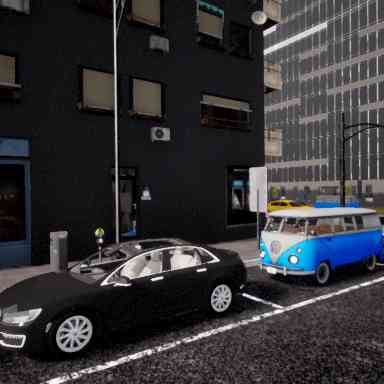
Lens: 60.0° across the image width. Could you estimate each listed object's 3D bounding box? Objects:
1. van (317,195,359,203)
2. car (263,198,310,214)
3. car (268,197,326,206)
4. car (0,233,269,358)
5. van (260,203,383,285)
[{"bbox_3d":[12.832,1.201,29.774,1.690,1.788,3.998,-1,1,-35],"label":"van"},{"bbox_3d":[9.655,1.400,34.292,1.947,1.339,4.313,-1,1,-35],"label":"car"},{"bbox_3d":[7.808,1.416,26.845,1.882,1.535,5.008,-1,1,-35],"label":"car"},{"bbox_3d":[-0.961,1.550,5.884,4.403,1.369,2.008,0,-1,-35],"label":"car"},{"bbox_3d":[3.599,1.339,9.137,3.998,1.788,1.690,0,-1,-35],"label":"van"}]
